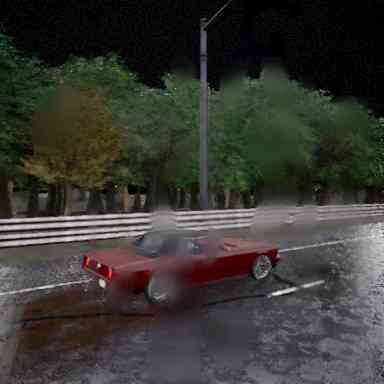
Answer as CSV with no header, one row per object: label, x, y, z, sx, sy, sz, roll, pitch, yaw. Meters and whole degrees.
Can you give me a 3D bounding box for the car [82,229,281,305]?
car,-0.022,1.570,8.044,4.718,1.301,1.895,0,0,-36
